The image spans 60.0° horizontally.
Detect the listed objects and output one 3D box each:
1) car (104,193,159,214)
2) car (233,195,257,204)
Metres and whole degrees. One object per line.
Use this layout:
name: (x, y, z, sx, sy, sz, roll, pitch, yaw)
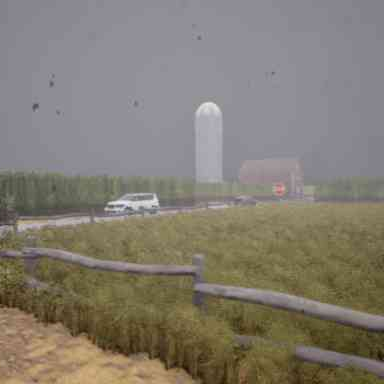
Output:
car: (-5.276, 1.152, 30.023, 2.150, 2.045, 5.566, 0, 0, 33)
car: (6.900, 1.190, 42.569, 1.837, 1.490, 4.892, 0, 1, 34)
